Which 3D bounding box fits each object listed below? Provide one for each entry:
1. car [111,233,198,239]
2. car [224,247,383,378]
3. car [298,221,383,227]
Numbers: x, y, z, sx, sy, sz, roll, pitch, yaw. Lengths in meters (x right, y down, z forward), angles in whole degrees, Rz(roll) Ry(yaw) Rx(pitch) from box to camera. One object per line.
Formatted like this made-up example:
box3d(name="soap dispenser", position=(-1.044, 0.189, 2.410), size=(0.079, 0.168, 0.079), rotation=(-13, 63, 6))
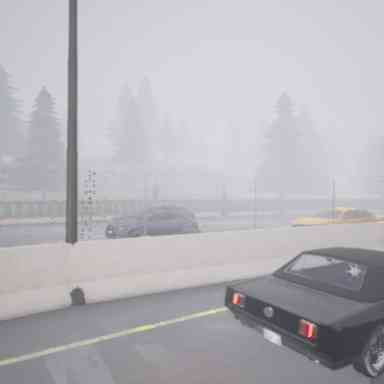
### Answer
box3d(name="car", position=(-1.726, 1.511, 15.071), size=(4.181, 1.385, 1.994), rotation=(0, 0, -31))
box3d(name="car", position=(2.936, 1.603, 5.488), size=(4.718, 1.301, 1.895), rotation=(0, 0, -32))
box3d(name="car", position=(7.033, 1.478, 15.928), size=(5.008, 1.535, 1.882), rotation=(0, 0, -26))
